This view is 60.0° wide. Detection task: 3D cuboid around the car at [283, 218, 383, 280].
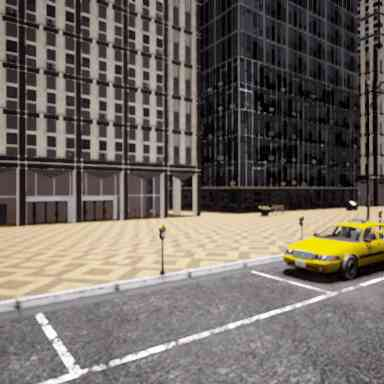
[{"bbox_3d":[4.729,1.491,9.863,4.829,1.417,1.752,0,0,-35],"label":"car"}]
